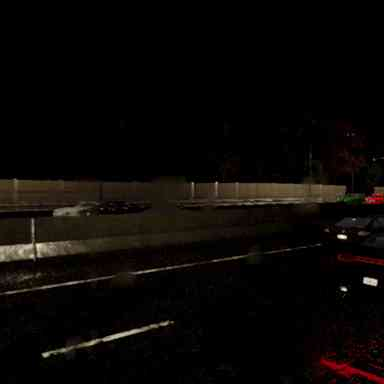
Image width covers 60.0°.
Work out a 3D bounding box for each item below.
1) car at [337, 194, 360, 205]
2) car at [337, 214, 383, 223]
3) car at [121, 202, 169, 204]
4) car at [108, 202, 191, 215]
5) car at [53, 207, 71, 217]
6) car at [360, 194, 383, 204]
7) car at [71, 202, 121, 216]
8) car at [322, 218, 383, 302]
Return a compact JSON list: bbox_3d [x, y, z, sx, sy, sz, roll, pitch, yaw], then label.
[{"bbox_3d":[24.932,1.268,51.820,5.566,2.045,2.150,0,0,-35],"label":"car"},{"bbox_3d":[6.994,1.572,13.036,4.181,1.385,1.994,0,0,-36],"label":"car"},{"bbox_3d":[-2.256,1.512,23.880,4.892,1.490,1.837,0,0,-35],"label":"car"},{"bbox_3d":[-1.889,1.553,19.845,5.357,1.411,2.033,0,0,-36],"label":"car"},{"bbox_3d":[-9.013,1.530,27.634,4.674,1.442,1.812,0,0,-36],"label":"car"},{"bbox_3d":[28.063,1.270,49.751,5.566,2.045,2.150,0,0,-35],"label":"car"},{"bbox_3d":[-6.246,1.510,25.333,4.892,1.490,1.837,0,0,-35],"label":"car"},{"bbox_3d":[5.269,1.482,7.503,5.008,1.535,1.882,0,0,-36],"label":"car"}]
